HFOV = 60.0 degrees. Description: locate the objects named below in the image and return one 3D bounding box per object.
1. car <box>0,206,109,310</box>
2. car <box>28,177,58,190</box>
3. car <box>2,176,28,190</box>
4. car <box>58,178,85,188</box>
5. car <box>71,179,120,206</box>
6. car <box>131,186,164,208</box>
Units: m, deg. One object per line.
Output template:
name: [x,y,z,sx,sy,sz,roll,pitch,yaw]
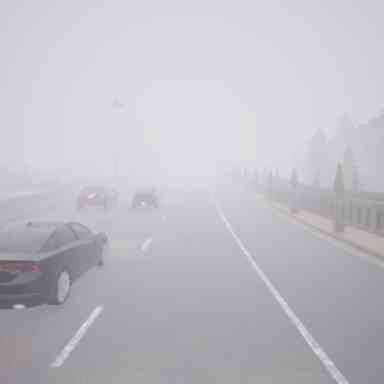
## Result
car: [-3.394,1.362,7.817,1.882,1.535,5.008,0,2,0]
car: [-17.372,-1.007,40.061,1.895,1.301,4.718,0,5,0]
car: [-20.869,-1.114,40.056,2.128,1.511,4.902,0,5,1]
car: [-13.873,-1.007,40.034,1.895,1.301,4.718,0,5,0]
car: [-6.794,0.163,24.495,2.097,1.767,4.553,0,5,1]
car: [-3.288,0.282,24.866,1.837,1.490,4.892,0,5,1]
